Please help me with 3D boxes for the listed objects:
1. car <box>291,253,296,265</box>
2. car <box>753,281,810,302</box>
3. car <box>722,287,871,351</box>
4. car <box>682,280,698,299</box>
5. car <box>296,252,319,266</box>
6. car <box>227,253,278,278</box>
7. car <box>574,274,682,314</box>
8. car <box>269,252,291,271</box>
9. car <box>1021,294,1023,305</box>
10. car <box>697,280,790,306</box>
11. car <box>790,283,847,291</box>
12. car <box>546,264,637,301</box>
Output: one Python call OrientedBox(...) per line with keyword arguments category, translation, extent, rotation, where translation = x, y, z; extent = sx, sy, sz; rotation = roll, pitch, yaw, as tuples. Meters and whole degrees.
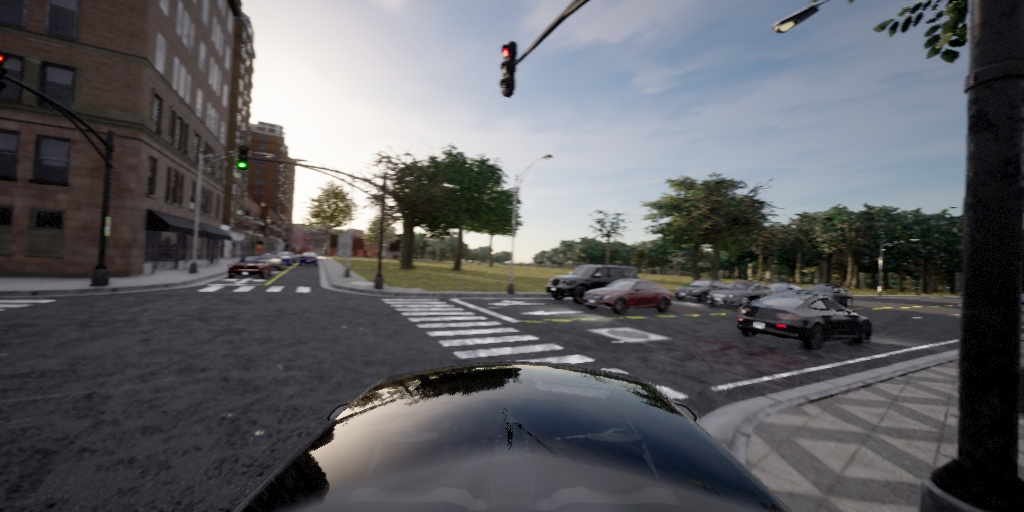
OrientedBox(category="car", translation=(-25.627, 0.267, 39.937), extent=(1.882, 1.535, 5.008), rotation=(4, -1, -28))
OrientedBox(category="car", translation=(21.782, 2.868, 28.938), extent=(4.674, 1.442, 1.812), rotation=(4, -1, -28))
OrientedBox(category="car", translation=(8.738, 1.833, 10.752), extent=(4.674, 1.442, 1.812), rotation=(4, -2, -27))
OrientedBox(category="car", translation=(13.114, 2.322, 24.249), extent=(4.674, 1.442, 1.812), rotation=(4, -1, -28))
OrientedBox(category="car", translation=(-24.501, 0.372, 43.311), extent=(1.882, 1.535, 5.008), rotation=(4, -1, -28))
OrientedBox(category="car", translation=(-16.534, 0.678, 22.873), extent=(1.895, 1.301, 4.718), rotation=(3, -1, -27))
OrientedBox(category="car", translation=(5.360, 1.766, 16.336), extent=(4.674, 1.442, 1.812), rotation=(4, -1, -32))
OrientedBox(category="car", translation=(-21.064, 0.479, 31.388), extent=(2.033, 1.411, 5.357), rotation=(4, -1, -28))
OrientedBox(category="car", translation=(49.628, 4.325, 36.456), extent=(4.553, 1.767, 2.097), rotation=(4, -1, -28))
OrientedBox(category="car", translation=(13.430, 2.236, 20.724), extent=(4.902, 1.511, 2.128), rotation=(4, -1, -28))
OrientedBox(category="car", translation=(22.216, 2.802, 25.477), extent=(4.892, 1.490, 1.837), rotation=(4, -1, -28))
OrientedBox(category="car", translation=(4.553, 1.482, 19.611), extent=(5.566, 2.045, 2.150), rotation=(4, -1, -28))
